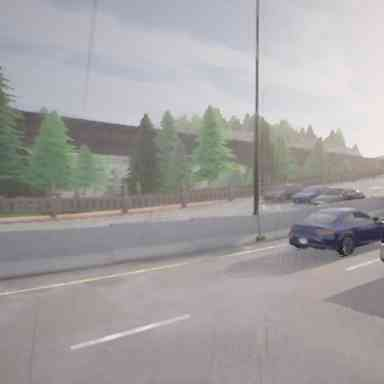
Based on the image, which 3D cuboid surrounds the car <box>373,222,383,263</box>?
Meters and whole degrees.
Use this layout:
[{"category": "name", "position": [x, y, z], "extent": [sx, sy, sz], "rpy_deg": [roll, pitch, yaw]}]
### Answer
[{"category": "car", "position": [6.968, 1.379, 8.726], "extent": [4.718, 1.301, 1.895], "rpy_deg": [-3, 2, -35]}]

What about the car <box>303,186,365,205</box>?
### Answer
[{"category": "car", "position": [10.866, 0.460, 24.652], "extent": [4.902, 1.511, 2.128], "rpy_deg": [-6, 4, -35]}]

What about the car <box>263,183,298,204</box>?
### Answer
[{"category": "car", "position": [8.911, 0.076, 31.855], "extent": [4.553, 1.767, 2.097], "rpy_deg": [-7, 4, -35]}]

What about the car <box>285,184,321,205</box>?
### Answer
[{"category": "car", "position": [10.702, 0.230, 28.834], "extent": [5.008, 1.535, 1.882], "rpy_deg": [-7, 4, -35]}]

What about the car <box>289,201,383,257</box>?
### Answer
[{"category": "car", "position": [5.406, 1.280, 11.913], "extent": [4.674, 1.442, 1.812], "rpy_deg": [-3, 2, -35]}]
